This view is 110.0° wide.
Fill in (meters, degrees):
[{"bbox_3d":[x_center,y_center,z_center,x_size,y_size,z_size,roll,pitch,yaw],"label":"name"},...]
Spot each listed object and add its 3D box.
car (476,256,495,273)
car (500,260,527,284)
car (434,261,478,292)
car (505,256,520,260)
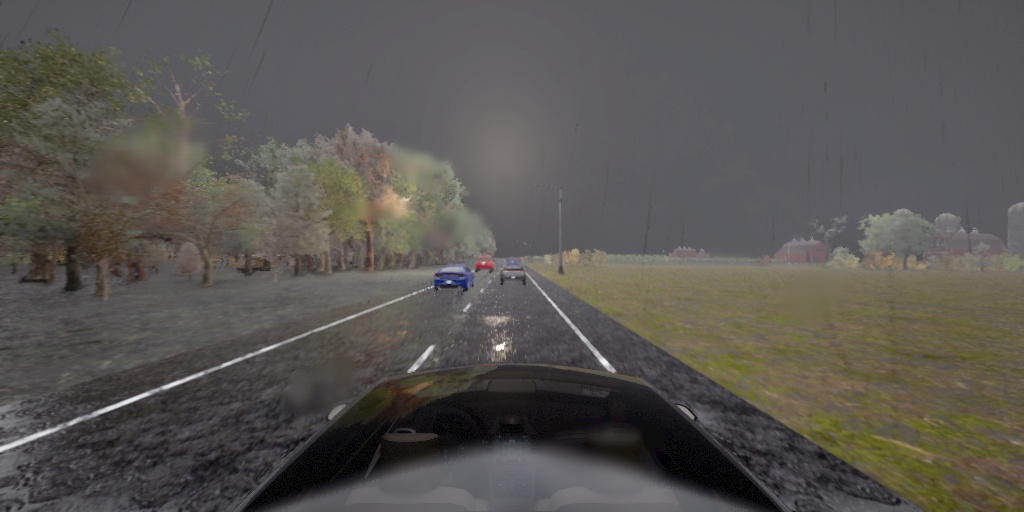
[{"bbox_3d":[-3.429,1.038,45.756,2.150,2.045,5.566,0,0,0],"label":"car"},{"bbox_3d":[0.085,1.291,27.285,2.128,1.511,4.902,0,0,0],"label":"car"},{"bbox_3d":[-3.409,1.258,21.838,1.882,1.535,5.008,0,0,0],"label":"car"},{"bbox_3d":[0.061,1.068,58.513,2.150,2.045,5.566,0,0,0],"label":"car"}]
